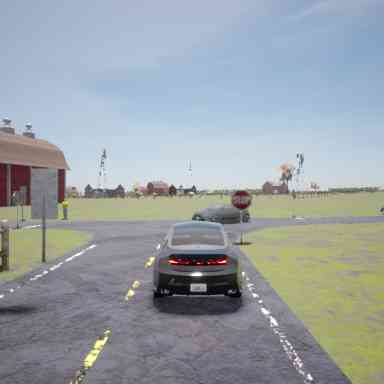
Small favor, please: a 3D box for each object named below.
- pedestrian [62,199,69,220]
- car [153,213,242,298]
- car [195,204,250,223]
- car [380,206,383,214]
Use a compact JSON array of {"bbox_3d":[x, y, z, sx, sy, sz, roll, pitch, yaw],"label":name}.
[{"bbox_3d":[-11.139,1.491,29.265,0.375,1.860,0.375,0,0,4],"label":"pedestrian"},{"bbox_3d":[0.118,1.506,8.520,1.837,1.490,4.892,0,0,0],"label":"car"},{"bbox_3d":[2.029,1.513,23.328,4.181,1.385,1.994,-1,0,-33],"label":"car"},{"bbox_3d":[17.617,1.203,26.507,4.892,1.490,1.837,-1,0,-5],"label":"car"}]
